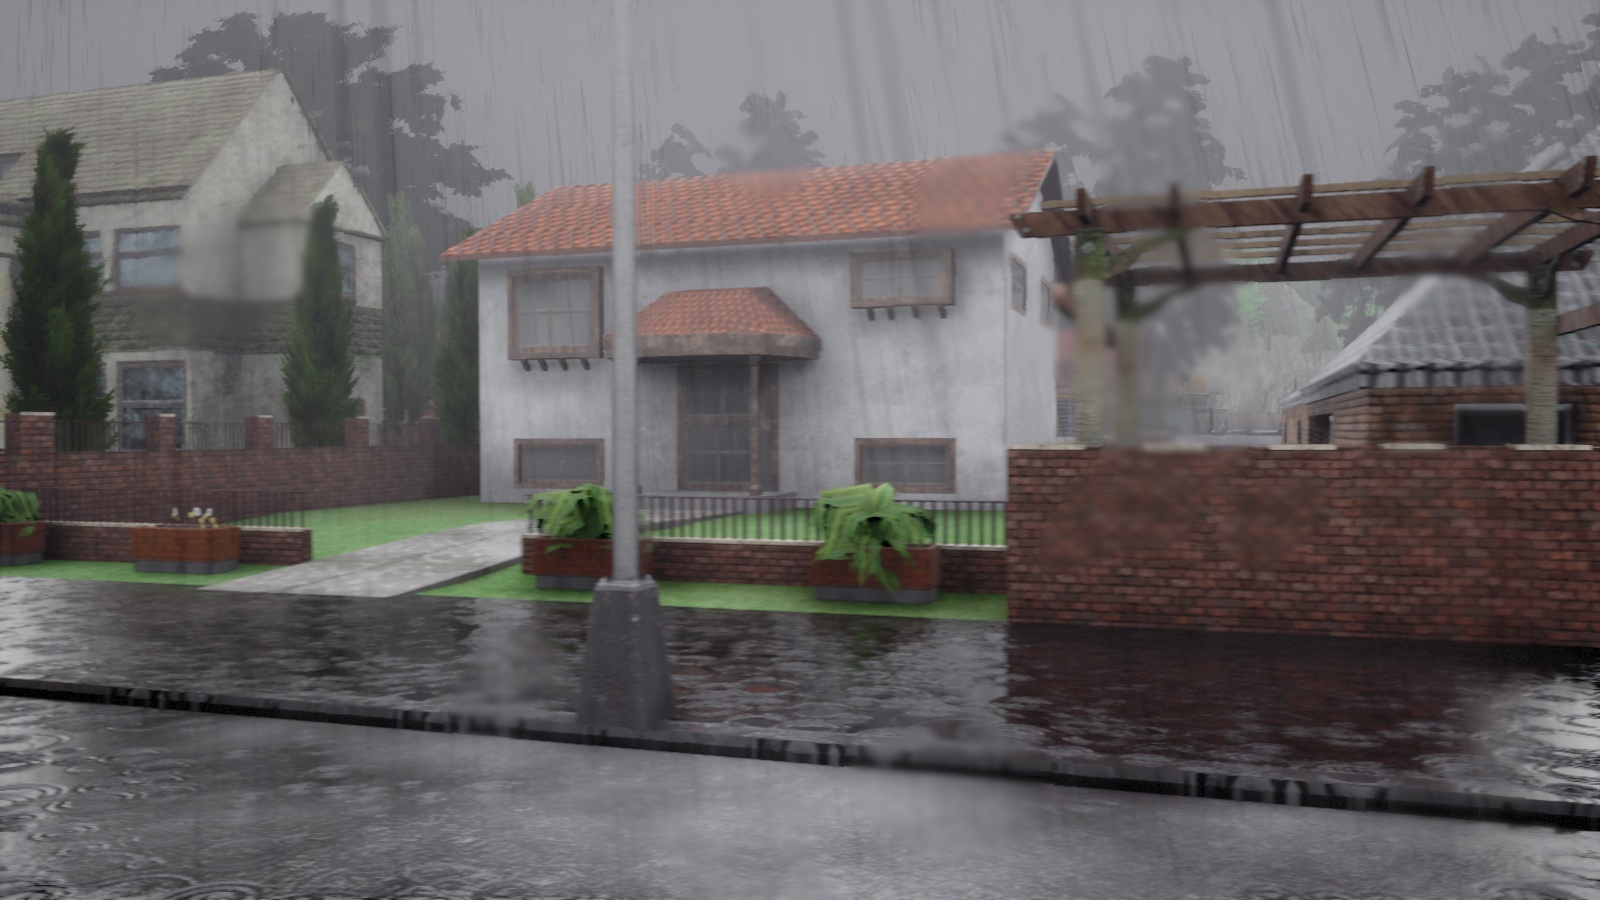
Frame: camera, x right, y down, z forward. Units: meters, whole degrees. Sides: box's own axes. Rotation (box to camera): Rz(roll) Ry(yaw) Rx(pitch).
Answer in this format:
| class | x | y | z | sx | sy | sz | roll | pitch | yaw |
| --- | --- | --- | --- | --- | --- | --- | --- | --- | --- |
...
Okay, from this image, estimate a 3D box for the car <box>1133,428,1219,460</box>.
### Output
| class | x | y | z | sx | sy | sz | roll | pitch | yaw |
| --- | --- | --- | --- | --- | --- | --- | --- | --- | --- |
| car | 21.129 | -0.364 | 70.468 | 4.553 | 1.767 | 2.097 | 1 | 1 | 19 |
